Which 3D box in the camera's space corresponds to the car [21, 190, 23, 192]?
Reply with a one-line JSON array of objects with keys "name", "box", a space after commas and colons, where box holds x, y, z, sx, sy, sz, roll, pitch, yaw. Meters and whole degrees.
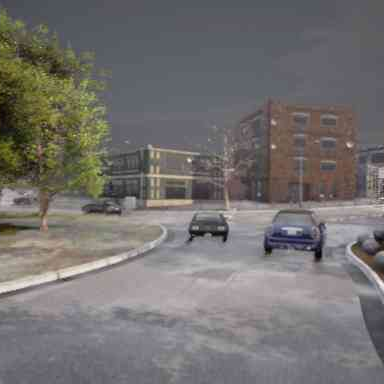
[{"name": "car", "box": [-38.369, 0.892, 81.110, 5.008, 1.535, 2.097, 1, 0, -29]}]

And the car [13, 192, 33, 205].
[{"name": "car", "box": [-26.801, 1.248, 52.221, 1.837, 1.490, 4.892, 1, 0, -36]}]

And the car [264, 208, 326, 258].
[{"name": "car", "box": [4.424, 1.499, 13.903, 2.097, 1.767, 4.553, 1, 0, 23]}]

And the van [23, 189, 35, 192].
[{"name": "van", "box": [-34.452, 0.804, 73.744, 4.442, 1.987, 1.878, 1, 0, -29]}]

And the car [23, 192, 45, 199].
[{"name": "car", "box": [-39.635, 0.848, 83.443, 4.892, 1.521, 2.231, 1, 0, -29]}]

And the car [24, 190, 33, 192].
[{"name": "car", "box": [-32.926, 0.946, 71.266, 4.553, 1.767, 2.185, 1, 0, -29]}]

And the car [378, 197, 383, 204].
[{"name": "car", "box": [27.433, 0.806, 44.433, 5.366, 1.575, 1.946, -3, 1, -18]}]

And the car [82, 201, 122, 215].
[{"name": "car", "box": [-9.141, 1.575, 33.696, 4.181, 1.385, 1.994, 1, 0, 29]}]

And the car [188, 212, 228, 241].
[{"name": "car", "box": [0.828, 1.705, 17.552, 1.895, 1.301, 4.718, 1, 0, 2]}]

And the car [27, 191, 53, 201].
[{"name": "car", "box": [-30.369, 1.163, 66.472, 4.792, 1.488, 2.163, 1, 0, -29]}]
